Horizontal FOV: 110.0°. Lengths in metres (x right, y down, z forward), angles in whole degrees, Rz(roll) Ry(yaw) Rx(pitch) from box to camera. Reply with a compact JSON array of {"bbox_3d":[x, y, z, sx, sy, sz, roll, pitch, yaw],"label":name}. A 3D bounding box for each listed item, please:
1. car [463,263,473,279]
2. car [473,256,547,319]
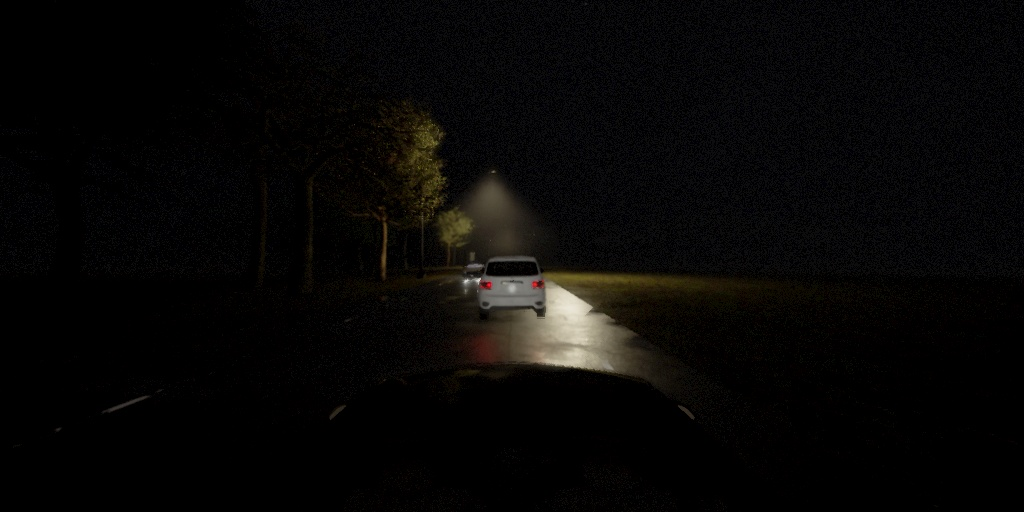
[{"bbox_3d":[-3.578,1.409,34.861,2.033,1.411,5.357,0,0,0],"label":"car"},{"bbox_3d":[0.031,1.031,13.241,2.150,2.045,5.566,-1,0,1],"label":"car"}]
